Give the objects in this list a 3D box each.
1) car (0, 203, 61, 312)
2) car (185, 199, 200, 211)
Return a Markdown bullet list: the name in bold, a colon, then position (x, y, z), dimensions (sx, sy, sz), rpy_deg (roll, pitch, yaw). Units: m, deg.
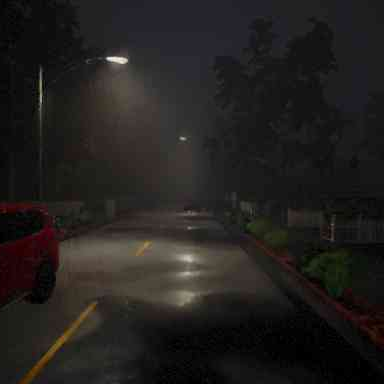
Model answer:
- **car**: position (-4.059, 1.234, 5.323), dimensions (2.150, 2.045, 5.566), rpy_deg (0, 0, 0)
- **car**: position (0.109, 1.629, 41.518), dimensions (2.033, 1.411, 5.357), rpy_deg (0, 0, 0)
